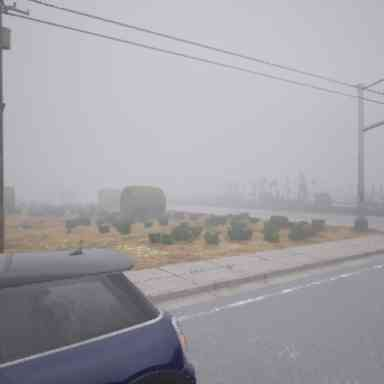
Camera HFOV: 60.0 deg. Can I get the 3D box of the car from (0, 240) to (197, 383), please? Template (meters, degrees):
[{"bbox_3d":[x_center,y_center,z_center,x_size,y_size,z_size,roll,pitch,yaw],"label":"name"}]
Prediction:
[{"bbox_3d":[-2.225,1.352,2.380,4.553,1.767,2.097,0,0,-35],"label":"car"}]
